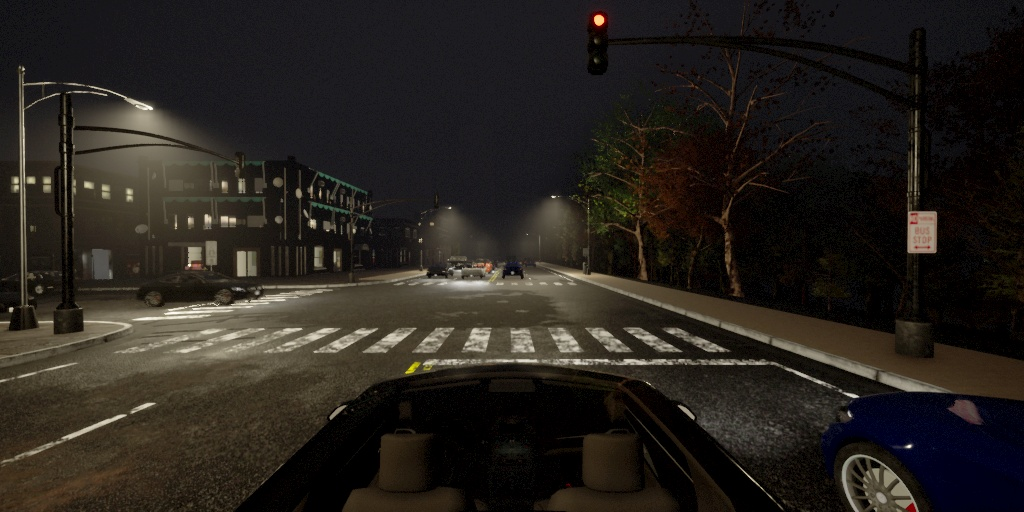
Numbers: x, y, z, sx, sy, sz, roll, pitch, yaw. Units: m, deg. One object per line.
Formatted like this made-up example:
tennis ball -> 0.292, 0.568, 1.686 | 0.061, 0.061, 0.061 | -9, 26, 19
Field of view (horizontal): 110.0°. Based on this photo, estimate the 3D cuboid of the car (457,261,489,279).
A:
car -> -3.407, 1.341, 32.282 | 1.895, 1.301, 4.718 | 0, 0, 0

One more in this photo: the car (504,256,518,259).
car -> -0.132, 0.948, 62.929 | 2.150, 2.045, 5.566 | 0, 0, 0

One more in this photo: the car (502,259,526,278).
car -> 0.054, 1.265, 33.360 | 1.812, 1.442, 4.674 | 0, 0, 0

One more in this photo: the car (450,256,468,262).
car -> -6.674, 0.957, 44.237 | 2.150, 2.045, 5.566 | 0, 0, 0

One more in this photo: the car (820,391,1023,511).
car -> 3.358, 1.276, 0.888 | 1.812, 1.442, 4.674 | 0, 0, 1

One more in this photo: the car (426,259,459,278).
car -> -6.659, 1.287, 34.001 | 2.033, 1.411, 5.357 | 0, 0, 0

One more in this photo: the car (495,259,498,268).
car -> -3.436, 1.223, 51.286 | 2.128, 1.511, 4.902 | 0, 0, 0

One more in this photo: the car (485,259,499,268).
car -> -3.431, 1.219, 61.705 | 2.128, 1.511, 4.902 | 0, 0, 0

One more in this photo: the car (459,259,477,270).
car -> -6.696, 1.222, 54.641 | 2.128, 1.511, 4.902 | 0, 0, 0

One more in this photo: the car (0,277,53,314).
car -> -19.970, 1.565, 12.853 | 4.313, 1.339, 1.948 | 0, 0, 0

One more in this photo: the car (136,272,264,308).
car -> -13.599, 1.411, 15.748 | 4.674, 1.442, 1.812 | -1, 1, -2

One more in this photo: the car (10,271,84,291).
car -> -28.321, 1.560, 21.348 | 4.403, 1.370, 2.007 | 0, 0, 0

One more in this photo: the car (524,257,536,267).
car -> 3.227, 1.273, 63.694 | 2.033, 1.411, 5.357 | 0, 0, 0

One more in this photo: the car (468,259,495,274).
car -> -3.423, 1.088, 41.254 | 2.097, 1.767, 4.553 | 0, 0, 0
